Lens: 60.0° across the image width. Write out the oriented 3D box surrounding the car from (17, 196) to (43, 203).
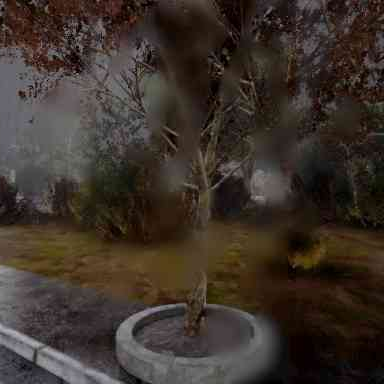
[{"bbox_3d":[-22.035,1.215,44.858,2.033,1.411,5.357,1,0,32],"label":"car"}]
